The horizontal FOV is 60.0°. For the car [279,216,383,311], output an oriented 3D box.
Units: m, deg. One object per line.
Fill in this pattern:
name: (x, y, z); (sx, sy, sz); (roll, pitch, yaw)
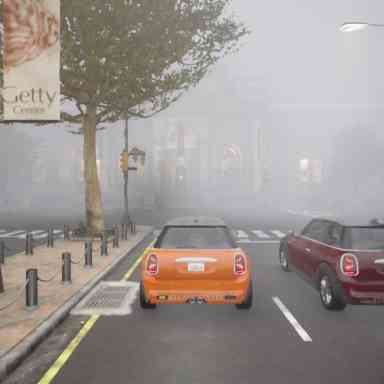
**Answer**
car: (3.585, 1.352, 7.933); (2.097, 1.767, 4.553); (0, 0, 0)

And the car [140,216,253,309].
car: (0.086, 1.352, 8.030); (2.097, 1.767, 4.553); (0, 0, 0)
